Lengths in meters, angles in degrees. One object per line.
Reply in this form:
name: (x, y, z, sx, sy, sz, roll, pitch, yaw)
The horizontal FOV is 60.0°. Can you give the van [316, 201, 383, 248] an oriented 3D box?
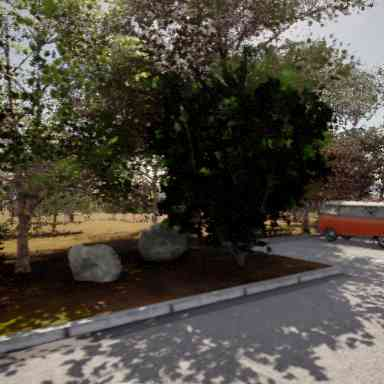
van: (8.181, 1.469, 16.027, 1.878, 1.987, 4.442, 2, -1, -35)
